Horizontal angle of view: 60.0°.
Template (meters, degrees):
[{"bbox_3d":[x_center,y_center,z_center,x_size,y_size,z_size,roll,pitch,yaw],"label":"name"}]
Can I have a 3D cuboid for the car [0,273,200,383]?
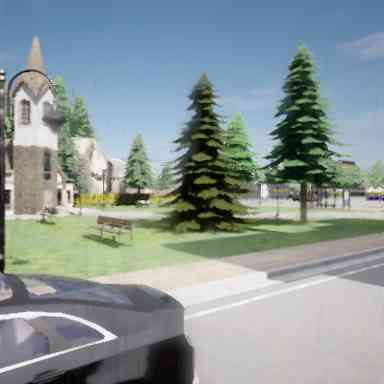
[{"bbox_3d":[-2.229,1.502,2.394,4.902,1.511,2.128,0,0,-36],"label":"car"}]

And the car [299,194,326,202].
[{"bbox_3d":[25.905,1.263,71.751,2.152,1.636,5.027,0,0,-36],"label":"car"}]

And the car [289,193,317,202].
[{"bbox_3d":[23.390,1.281,69.877,2.007,1.523,4.514,0,0,-36],"label":"car"}]

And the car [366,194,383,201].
[{"bbox_3d":[40.003,1.200,72.441,1.845,1.501,3.633,0,0,-36],"label":"car"}]
